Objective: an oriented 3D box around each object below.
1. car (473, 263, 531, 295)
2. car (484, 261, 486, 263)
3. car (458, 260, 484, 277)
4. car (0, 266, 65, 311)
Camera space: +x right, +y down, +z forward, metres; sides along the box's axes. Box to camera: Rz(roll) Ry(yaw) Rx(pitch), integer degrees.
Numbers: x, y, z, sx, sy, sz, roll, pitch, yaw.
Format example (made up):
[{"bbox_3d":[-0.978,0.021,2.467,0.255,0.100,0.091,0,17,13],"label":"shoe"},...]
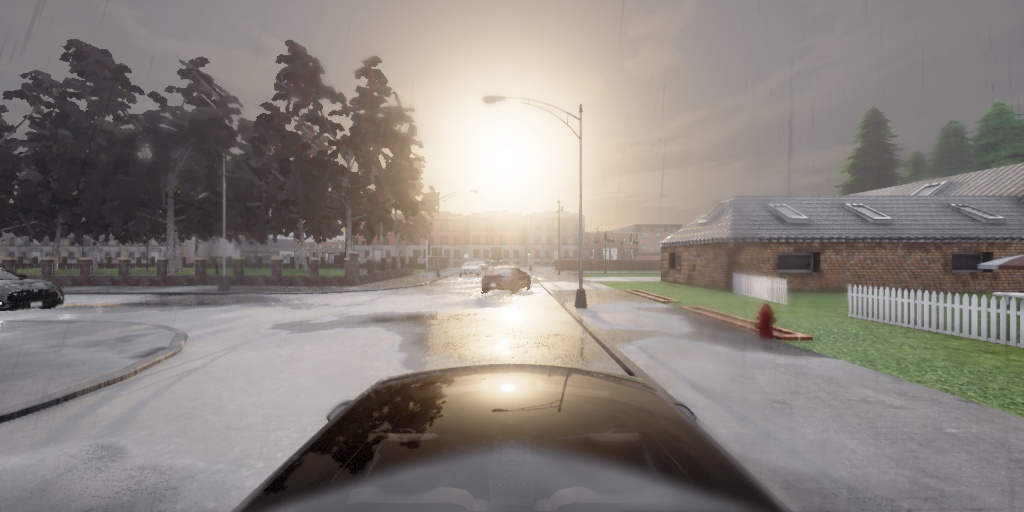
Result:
[{"bbox_3d":[-0.255,1.276,19.872,1.812,1.442,4.674,1,0,17],"label":"car"},{"bbox_3d":[-4.060,1.276,45.468,1.812,1.442,4.674,0,0,0],"label":"car"},{"bbox_3d":[-4.088,1.276,35.668,1.812,1.442,4.674,0,0,0],"label":"car"},{"bbox_3d":[-18.781,1.102,12.480,4.553,1.767,2.097,0,0,0],"label":"car"}]
